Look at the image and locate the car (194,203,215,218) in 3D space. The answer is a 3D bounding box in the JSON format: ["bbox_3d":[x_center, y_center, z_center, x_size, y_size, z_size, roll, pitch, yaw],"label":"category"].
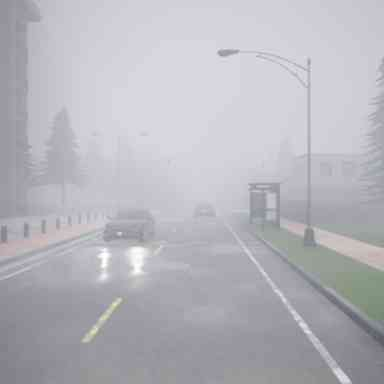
[{"bbox_3d":[1.191,1.726,31.967,1.994,1.385,4.181,0,0,2],"label":"car"}]

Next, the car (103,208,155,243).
[{"bbox_3d":[-3.034,1.591,16.833,1.837,1.490,4.892,0,-1,2],"label":"car"}]
